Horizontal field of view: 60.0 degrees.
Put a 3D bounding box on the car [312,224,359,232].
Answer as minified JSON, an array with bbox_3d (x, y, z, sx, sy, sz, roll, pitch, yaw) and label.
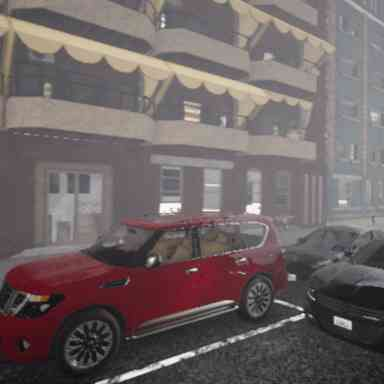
[{"bbox_3d":[4.052,1.590,8.954,4.313,1.339,1.947,0,1,-35],"label":"car"}]

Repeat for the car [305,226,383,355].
[{"bbox_3d":[4.059,1.497,5.934,5.008,1.535,1.882,0,0,-36],"label":"car"}]

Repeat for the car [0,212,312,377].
[{"bbox_3d":[-0.473,1.324,5.743,5.009,1.841,2.192,0,1,-35],"label":"car"}]
